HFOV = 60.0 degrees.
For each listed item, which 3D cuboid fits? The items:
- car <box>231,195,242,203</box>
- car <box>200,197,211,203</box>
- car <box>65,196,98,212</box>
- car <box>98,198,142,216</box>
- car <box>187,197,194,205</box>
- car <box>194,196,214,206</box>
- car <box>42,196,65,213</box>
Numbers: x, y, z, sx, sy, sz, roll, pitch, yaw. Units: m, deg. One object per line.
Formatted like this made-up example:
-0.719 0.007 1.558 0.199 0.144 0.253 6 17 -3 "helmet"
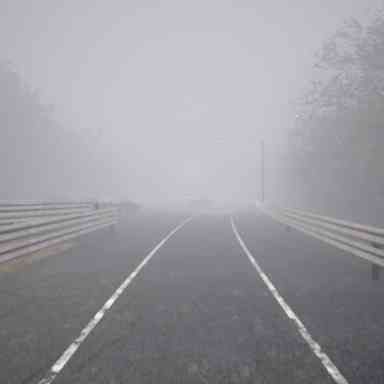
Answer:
11.983 1.869 89.453 2.150 2.045 5.566 0 -1 18 "car"
3.479 2.069 85.895 1.812 1.442 4.674 0 -1 18 "car"
-9.898 1.331 33.104 2.128 1.511 4.902 0 -1 18 "car"
-6.572 1.381 31.976 1.882 1.535 5.008 2 0 18 "car"
0.473 1.806 65.162 1.812 1.442 4.674 0 -1 18 "car"
2.545 1.589 60.182 2.097 1.767 4.553 0 -1 18 "car"
-13.228 1.181 34.180 2.097 1.767 4.553 0 -1 18 "car"
